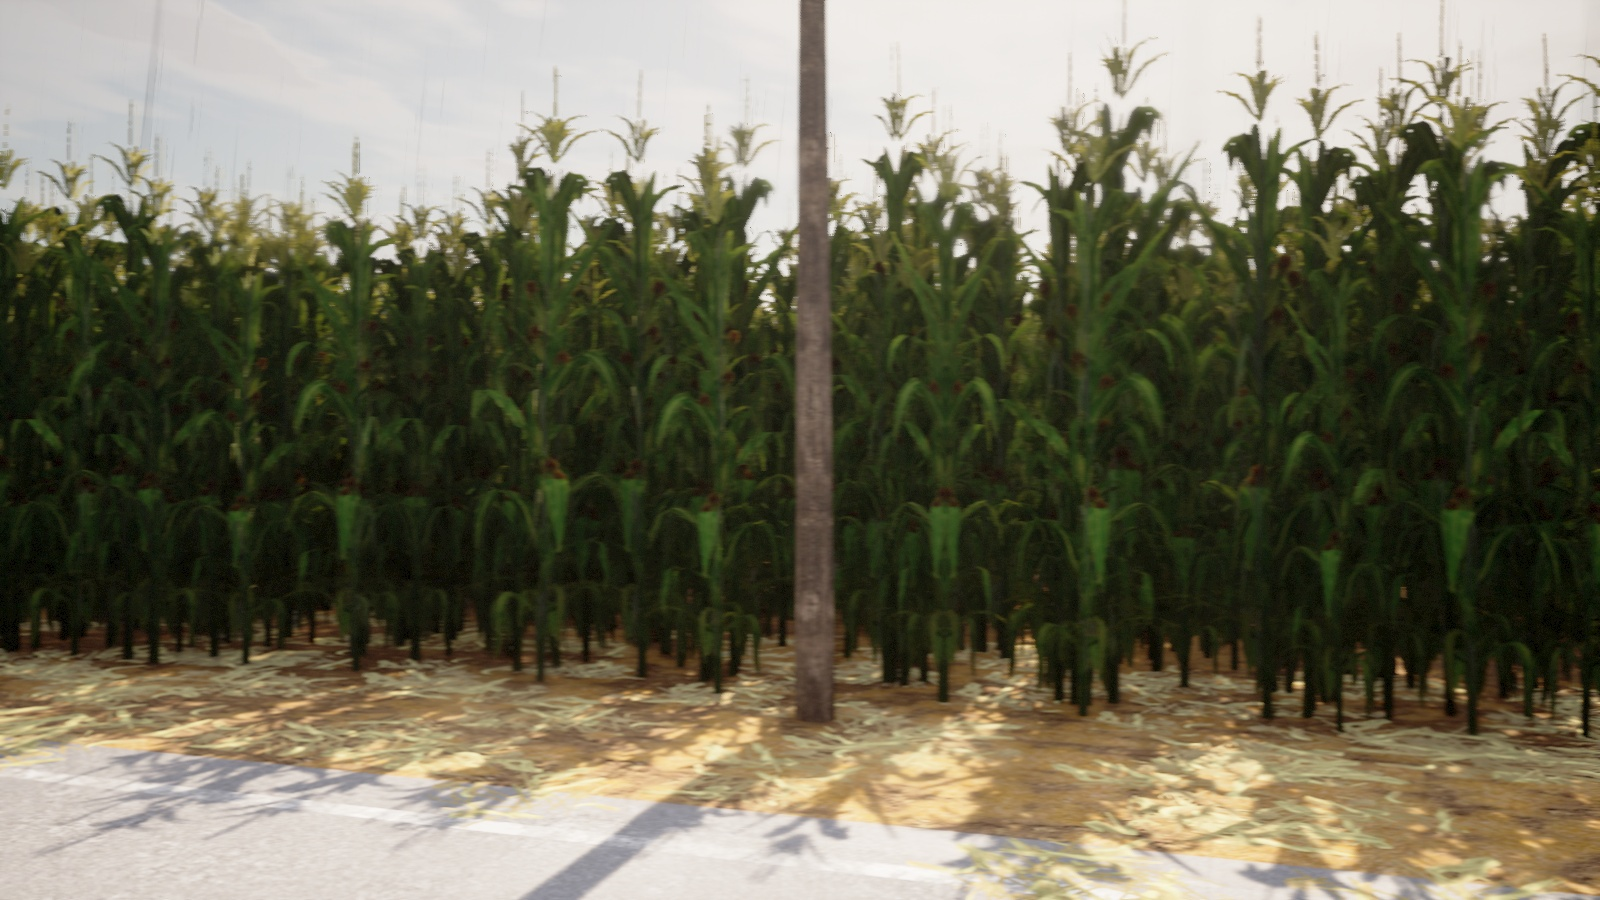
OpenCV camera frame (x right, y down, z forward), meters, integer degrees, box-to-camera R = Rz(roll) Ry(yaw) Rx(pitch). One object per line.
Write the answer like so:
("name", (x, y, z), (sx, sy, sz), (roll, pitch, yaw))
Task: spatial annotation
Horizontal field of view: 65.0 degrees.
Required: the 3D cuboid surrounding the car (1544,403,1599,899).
("car", (3.933, 0.747, 1.553), (4.856, 1.649, 2.033), (1, 1, 19))
